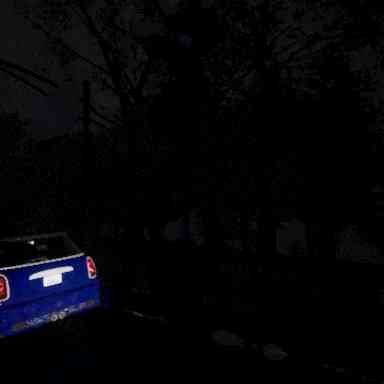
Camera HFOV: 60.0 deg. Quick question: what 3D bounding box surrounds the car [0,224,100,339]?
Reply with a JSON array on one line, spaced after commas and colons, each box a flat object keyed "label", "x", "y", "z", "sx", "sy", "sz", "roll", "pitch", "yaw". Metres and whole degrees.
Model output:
[{"label": "car", "x": -3.931, "y": 1.441, "z": 6.488, "sx": 4.553, "sy": 1.767, "sz": 2.097, "roll": -1, "pitch": -1, "yaw": 35}]
